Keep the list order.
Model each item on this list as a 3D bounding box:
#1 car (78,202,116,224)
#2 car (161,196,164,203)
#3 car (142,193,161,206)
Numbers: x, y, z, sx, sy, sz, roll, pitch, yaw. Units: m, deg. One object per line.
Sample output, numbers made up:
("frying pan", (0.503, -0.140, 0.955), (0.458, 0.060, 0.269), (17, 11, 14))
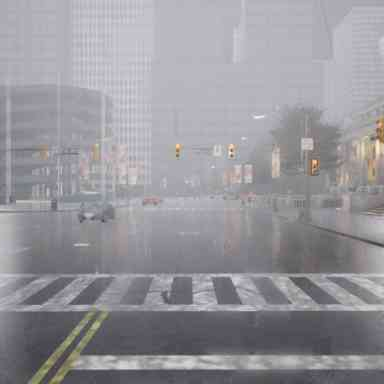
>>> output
("car", (-7.052, 1.491, 25.125), (2.128, 1.511, 4.902), (0, 0, 0))
("car", (-6.946, 1.492, 69.211), (2.128, 1.511, 4.902), (0, 0, 1))
("car", (-6.993, 1.222, 56.197), (2.150, 2.045, 5.566), (0, 0, 0))
